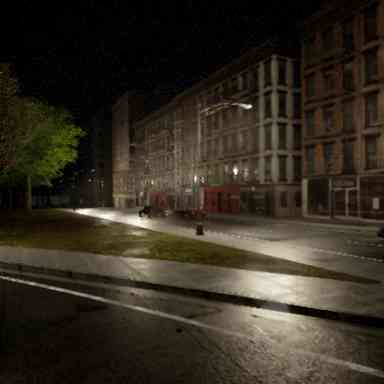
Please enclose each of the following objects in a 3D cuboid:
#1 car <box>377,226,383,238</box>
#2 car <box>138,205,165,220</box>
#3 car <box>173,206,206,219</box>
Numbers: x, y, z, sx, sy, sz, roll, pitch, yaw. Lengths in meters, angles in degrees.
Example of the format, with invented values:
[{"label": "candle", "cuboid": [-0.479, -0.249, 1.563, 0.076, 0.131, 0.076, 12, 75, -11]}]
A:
[{"label": "car", "cuboid": [10.800, 1.641, 13.973, 2.033, 1.411, 5.357, 0, -1, -27]}, {"label": "car", "cuboid": [-4.410, 2.186, 36.351, 1.812, 1.442, 4.674, 0, -1, -27]}, {"label": "car", "cuboid": [-0.376, 2.187, 35.647, 1.895, 1.301, 4.718, 0, -1, -27]}]
